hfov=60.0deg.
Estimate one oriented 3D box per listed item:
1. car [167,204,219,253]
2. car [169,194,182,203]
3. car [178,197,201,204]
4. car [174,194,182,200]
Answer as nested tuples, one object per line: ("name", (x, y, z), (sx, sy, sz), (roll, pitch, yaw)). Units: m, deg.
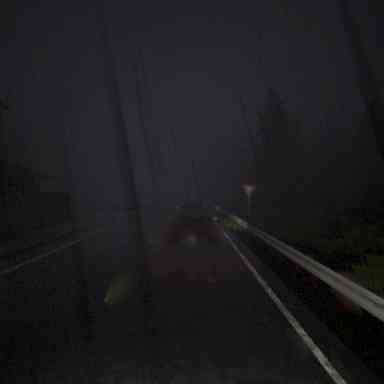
("car", (0.053, 1.473, 13.721), (1.882, 1.535, 5.008), (0, 0, 1))
("car", (-3.485, 1.577, 66.200), (1.895, 1.301, 4.718), (0, 0, 0))
("car", (0.073, 1.449, 29.136), (1.882, 1.535, 5.008), (1, 0, 0))
("car", (-3.474, 1.111, 81.437), (1.812, 1.442, 4.674), (0, 0, 0))
